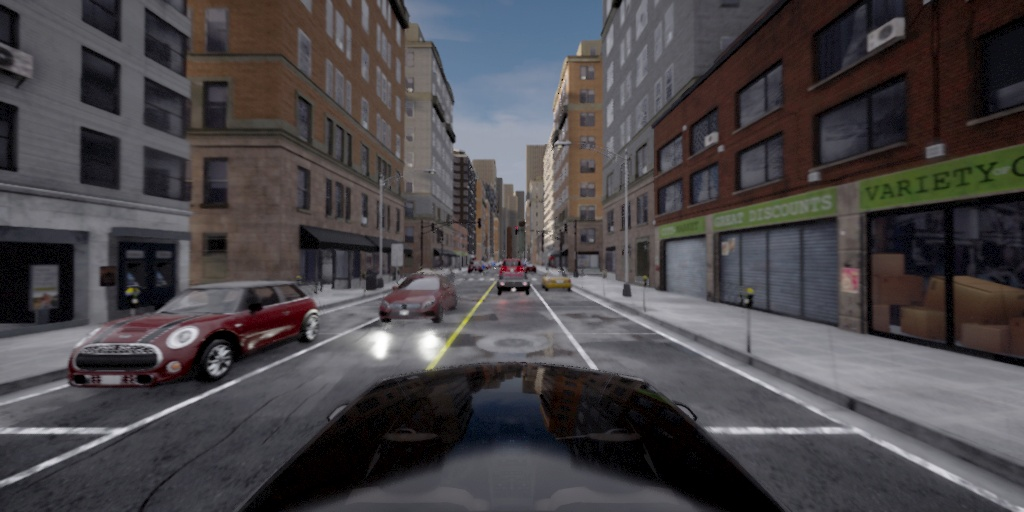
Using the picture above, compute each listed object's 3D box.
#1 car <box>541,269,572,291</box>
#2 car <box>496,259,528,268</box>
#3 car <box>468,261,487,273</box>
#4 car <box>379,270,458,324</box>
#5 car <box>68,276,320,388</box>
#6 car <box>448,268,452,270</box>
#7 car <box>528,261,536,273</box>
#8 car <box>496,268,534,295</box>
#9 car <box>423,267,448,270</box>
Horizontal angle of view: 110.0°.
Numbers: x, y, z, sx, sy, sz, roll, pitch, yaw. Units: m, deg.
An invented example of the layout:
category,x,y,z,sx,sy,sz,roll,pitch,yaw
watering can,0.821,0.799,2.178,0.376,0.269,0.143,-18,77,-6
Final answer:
category,x,y,z,sx,sy,sz,roll,pitch,yaw
car,2.863,1.514,23.801,1.751,1.417,4.829,0,0,0
car,0.008,1.301,31.821,2.150,2.045,5.566,0,-1,0
car,-5.655,1.668,55.931,2.192,1.841,5.009,0,0,0
car,-3.093,1.395,12.726,1.812,1.442,4.674,0,0,1
car,-5.667,1.248,7.058,1.967,1.591,4.097,0,0,0
car,-5.661,1.601,29.159,2.007,1.370,4.403,0,0,0
car,2.871,1.898,55.928,1.888,1.381,4.507,0,0,0
car,0.086,1.567,21.584,1.895,1.301,4.718,0,-1,0
car,-5.663,1.514,23.464,1.751,1.417,4.829,0,0,0
